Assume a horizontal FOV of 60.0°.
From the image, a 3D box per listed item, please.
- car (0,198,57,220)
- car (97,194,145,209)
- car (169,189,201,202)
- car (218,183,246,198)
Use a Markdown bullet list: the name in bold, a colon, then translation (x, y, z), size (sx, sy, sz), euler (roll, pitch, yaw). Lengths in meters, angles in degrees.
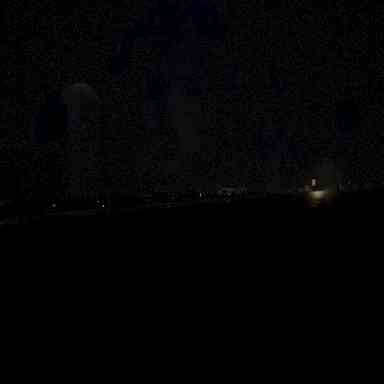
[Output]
- **car**: translation (-12.532, 1.145, 23.904), size (2.033, 1.411, 5.357), euler (-1, 1, 34)
- **car**: translation (-6.799, 0.864, 32.003), size (1.895, 1.301, 4.718), euler (-1, 1, 36)
- **car**: translation (-0.769, 0.430, 40.437), size (1.837, 1.490, 4.892), euler (-1, 1, 36)
- **car**: translation (6.139, -0.226, 50.020), size (2.150, 2.045, 5.566), euler (-1, 2, 36)
